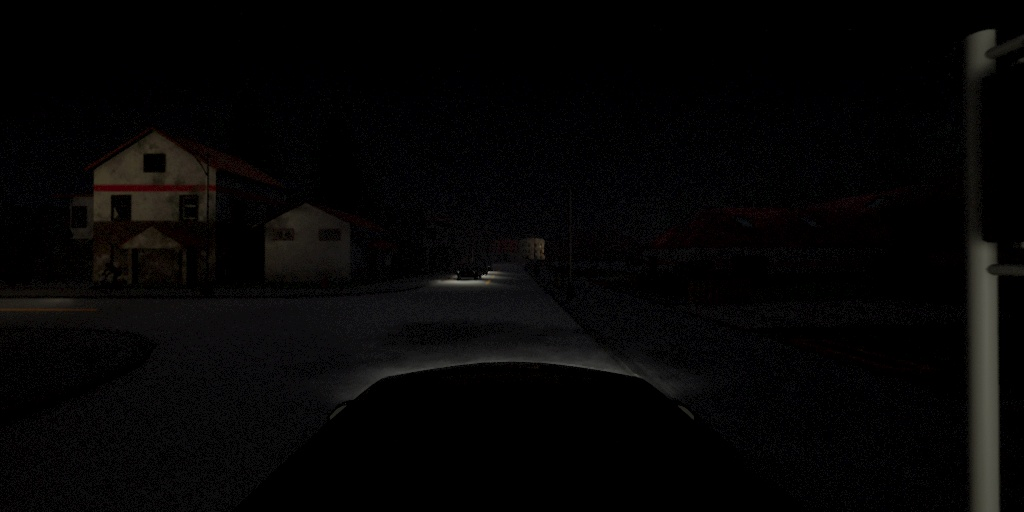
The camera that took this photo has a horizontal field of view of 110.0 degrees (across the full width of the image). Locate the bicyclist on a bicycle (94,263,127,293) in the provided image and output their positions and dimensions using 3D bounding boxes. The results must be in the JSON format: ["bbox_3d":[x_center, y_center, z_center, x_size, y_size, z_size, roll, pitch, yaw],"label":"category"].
[{"bbox_3d":[-22.531,1.212,20.136,0.582,1.620,1.656,0,0,0],"label":"bicyclist on a bicycle"}]

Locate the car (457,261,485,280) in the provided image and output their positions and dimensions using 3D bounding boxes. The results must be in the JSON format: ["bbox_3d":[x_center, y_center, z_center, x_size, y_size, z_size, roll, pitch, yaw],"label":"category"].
[{"bbox_3d":[-4.098,1.432,34.909,1.882,1.535,5.008,0,0,2],"label":"car"}]

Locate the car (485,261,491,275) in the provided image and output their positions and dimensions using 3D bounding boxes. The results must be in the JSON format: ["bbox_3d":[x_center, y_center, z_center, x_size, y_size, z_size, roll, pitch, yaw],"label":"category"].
[{"bbox_3d":[-4.072,1.491,44.563,1.882,1.535,5.008,0,0,0],"label":"car"}]
